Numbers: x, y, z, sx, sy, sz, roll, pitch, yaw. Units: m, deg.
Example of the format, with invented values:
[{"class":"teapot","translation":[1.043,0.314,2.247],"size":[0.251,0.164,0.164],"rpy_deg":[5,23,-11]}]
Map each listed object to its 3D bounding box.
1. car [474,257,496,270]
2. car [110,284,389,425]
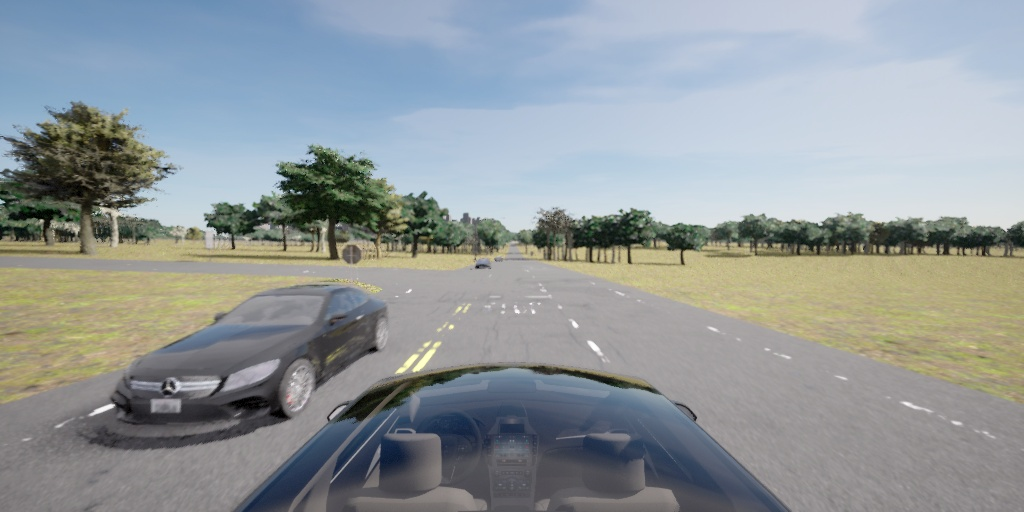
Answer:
[{"class":"car","translation":[-3.513,0.937,44.615],"size":[2.033,1.411,5.357],"rpy_deg":[0,0,0]},{"class":"car","translation":[-3.503,1.236,5.951],"size":[1.812,1.442,4.674],"rpy_deg":[0,1,0]}]
